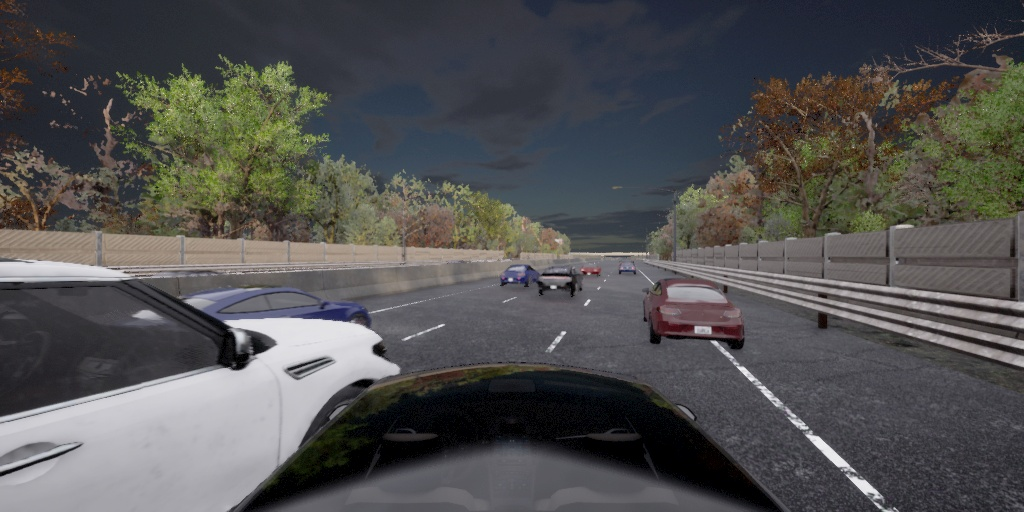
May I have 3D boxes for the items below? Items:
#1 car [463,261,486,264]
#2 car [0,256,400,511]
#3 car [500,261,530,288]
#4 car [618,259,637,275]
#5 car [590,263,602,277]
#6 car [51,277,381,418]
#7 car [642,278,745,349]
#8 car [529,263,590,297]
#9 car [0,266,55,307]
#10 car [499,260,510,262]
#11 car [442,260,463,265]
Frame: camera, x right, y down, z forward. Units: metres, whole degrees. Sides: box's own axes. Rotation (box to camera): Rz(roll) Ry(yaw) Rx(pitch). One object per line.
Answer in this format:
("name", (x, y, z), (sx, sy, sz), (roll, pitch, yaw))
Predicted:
("car", (-5.097, 1.375, 53.440), (1.895, 1.301, 4.718), (0, 0, 17))
("car", (-2.833, 0.970, 1.543), (2.150, 2.045, 5.566), (0, 0, 17))
("car", (0.614, 1.284, 24.268), (1.812, 1.442, 4.674), (0, 0, 17))
("car", (13.024, 1.316, 40.443), (2.033, 1.411, 5.357), (0, 0, 18))
("car", (7.945, 1.366, 35.889), (1.895, 1.301, 4.718), (0, 0, 17))
("car", (-4.816, 1.275, 6.918), (1.812, 1.442, 4.674), (0, 0, 17))
("car", (4.410, 1.279, 9.180), (1.812, 1.442, 4.674), (0, 0, 17))
("car", (2.681, 1.246, 19.119), (2.128, 1.511, 4.902), (0, 0, 17))
("car", (-21.354, 1.226, 13.335), (1.882, 1.535, 5.008), (0, 0, 17))
("car", (-1.111, 1.303, 54.443), (1.812, 1.442, 4.674), (0, 0, 17))
("car", (-8.648, 1.320, 53.817), (2.033, 1.411, 5.357), (0, 0, 17))
